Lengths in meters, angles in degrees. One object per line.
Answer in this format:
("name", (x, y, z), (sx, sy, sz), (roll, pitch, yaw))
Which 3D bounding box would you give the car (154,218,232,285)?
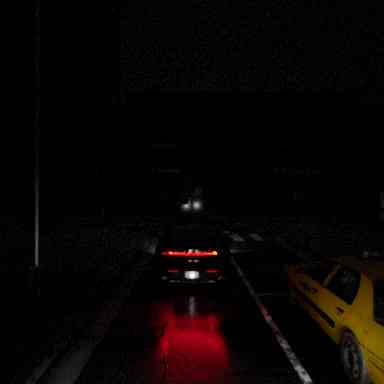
("car", (0.056, 1.519, 9.502), (1.837, 1.490, 4.892), (0, 0, 1))

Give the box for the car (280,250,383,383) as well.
("car", (2.635, 1.533, 5.073), (1.752, 1.417, 4.829), (0, 0, 0))
